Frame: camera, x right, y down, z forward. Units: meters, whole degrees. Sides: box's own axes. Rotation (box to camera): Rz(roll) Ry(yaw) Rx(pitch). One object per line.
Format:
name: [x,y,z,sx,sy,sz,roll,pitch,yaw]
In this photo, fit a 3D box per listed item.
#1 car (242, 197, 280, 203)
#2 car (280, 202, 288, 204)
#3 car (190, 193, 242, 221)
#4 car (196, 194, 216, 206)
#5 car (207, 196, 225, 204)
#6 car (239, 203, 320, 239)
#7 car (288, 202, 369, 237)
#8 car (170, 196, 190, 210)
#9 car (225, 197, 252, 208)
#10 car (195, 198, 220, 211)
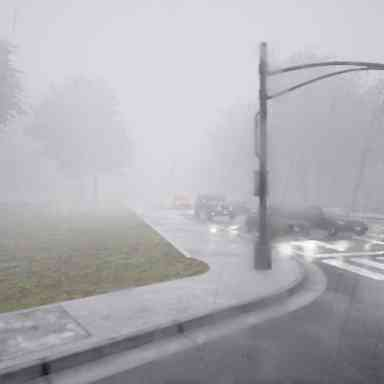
car: [4.979,1.412,27.763,2.128,1.511,4.902,0,0,-13]
car: [7.902,1.526,30.369,1.895,1.301,4.718,0,0,-14]
car: [1.785,1.131,27.102,2.150,2.045,5.566,0,0,-14]
car: [2.202,1.211,53.517,2.097,1.767,4.553,0,0,-13]
car: [4.220,1.415,58.744,1.994,1.385,4.181,0,0,-14]
car: [4.268,1.498,16.934,1.994,1.385,4.181,0,0,-14]
car: [7.335,1.468,18.065,1.812,1.442,4.674,0,0,-14]
car: [-1.268,1.233,39.736,2.097,1.767,4.553,0,0,-14]
car: [6.679,1.435,48.651,2.033,1.411,5.357,0,0,-14]
car: [1.836,1.453,40.715,1.994,1.385,4.181,0,0,-13]
